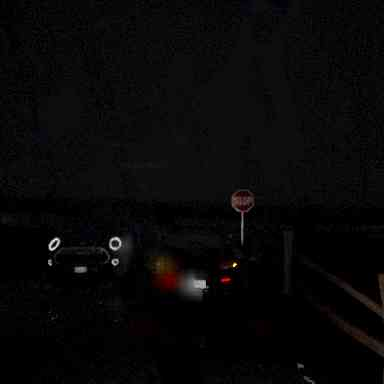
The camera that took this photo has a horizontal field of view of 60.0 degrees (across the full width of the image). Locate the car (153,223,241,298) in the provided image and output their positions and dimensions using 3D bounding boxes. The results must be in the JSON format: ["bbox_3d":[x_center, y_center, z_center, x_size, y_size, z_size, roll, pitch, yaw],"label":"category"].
[{"bbox_3d":[0.092,1.521,8.395,1.812,1.442,4.674,0,0,0],"label":"car"}]

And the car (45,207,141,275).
[{"bbox_3d":[-2.861,1.346,10.534,2.097,1.767,4.553,0,0,-2],"label":"car"}]

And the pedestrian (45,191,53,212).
[{"bbox_3d":[-12.031,0.786,27.991,0.375,1.860,0.375,0,1,0],"label":"pedestrian"}]
